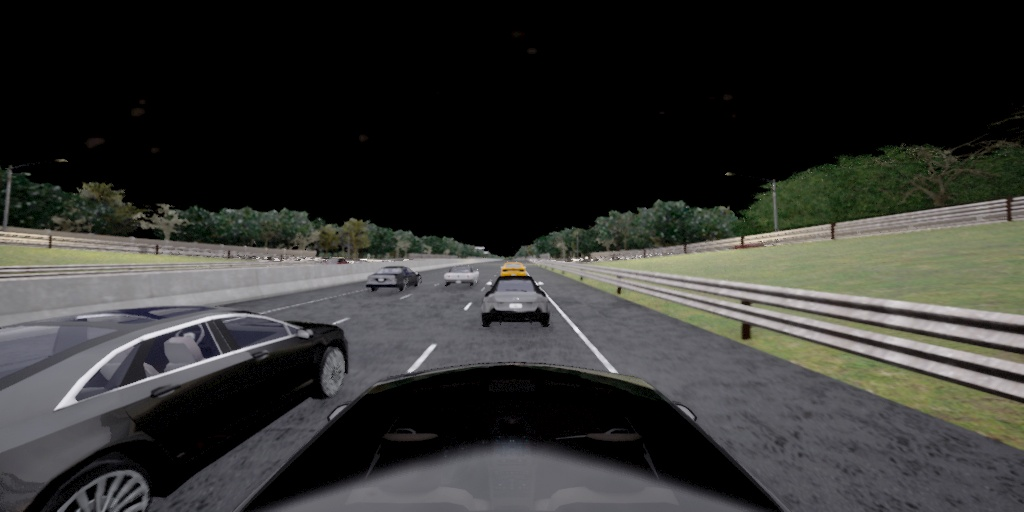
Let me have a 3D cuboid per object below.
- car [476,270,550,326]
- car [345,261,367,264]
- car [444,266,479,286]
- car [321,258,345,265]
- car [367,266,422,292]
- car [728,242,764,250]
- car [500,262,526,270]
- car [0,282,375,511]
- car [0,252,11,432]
[{"bbox_3d":[0.102,1.314,11.670,1.994,1.385,4.181,0,0,0],"label":"car"},{"bbox_3d":[-21.055,1.327,50.103,1.994,1.385,4.181,0,0,0],"label":"car"},{"bbox_3d":[-3.393,1.351,25.007,1.895,1.301,4.718,0,0,0],"label":"car"},{"bbox_3d":[-24.554,1.115,49.610,2.097,1.767,4.553,0,0,0],"label":"car"},{"bbox_3d":[-6.894,1.297,21.392,2.033,1.411,5.357,0,0,0],"label":"car"},{"bbox_3d":[31.315,-1.235,48.098,1.812,1.442,4.674,0,-3,-10],"label":"car"},{"bbox_3d":[0.109,1.229,28.390,1.882,1.535,5.008,0,0,0],"label":"car"},{"bbox_3d":[-3.402,1.241,3.561,2.128,1.511,4.902,0,0,0],"label":"car"},{"bbox_3d":[-6.901,0.969,1.380,2.150,2.045,5.566,0,0,0],"label":"car"}]
